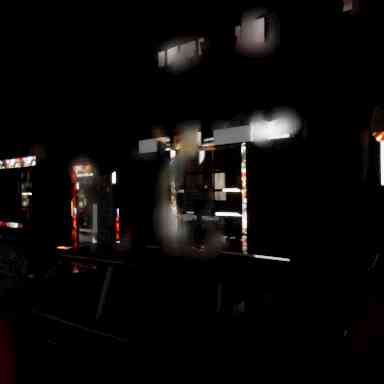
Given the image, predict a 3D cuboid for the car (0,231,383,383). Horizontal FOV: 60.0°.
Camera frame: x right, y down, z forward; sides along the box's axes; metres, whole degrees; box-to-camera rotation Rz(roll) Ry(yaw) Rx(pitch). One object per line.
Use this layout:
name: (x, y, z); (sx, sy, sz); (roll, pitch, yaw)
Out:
car: (-0.340, 1.316, 3.131); (5.009, 1.841, 2.192); (0, -1, 35)
